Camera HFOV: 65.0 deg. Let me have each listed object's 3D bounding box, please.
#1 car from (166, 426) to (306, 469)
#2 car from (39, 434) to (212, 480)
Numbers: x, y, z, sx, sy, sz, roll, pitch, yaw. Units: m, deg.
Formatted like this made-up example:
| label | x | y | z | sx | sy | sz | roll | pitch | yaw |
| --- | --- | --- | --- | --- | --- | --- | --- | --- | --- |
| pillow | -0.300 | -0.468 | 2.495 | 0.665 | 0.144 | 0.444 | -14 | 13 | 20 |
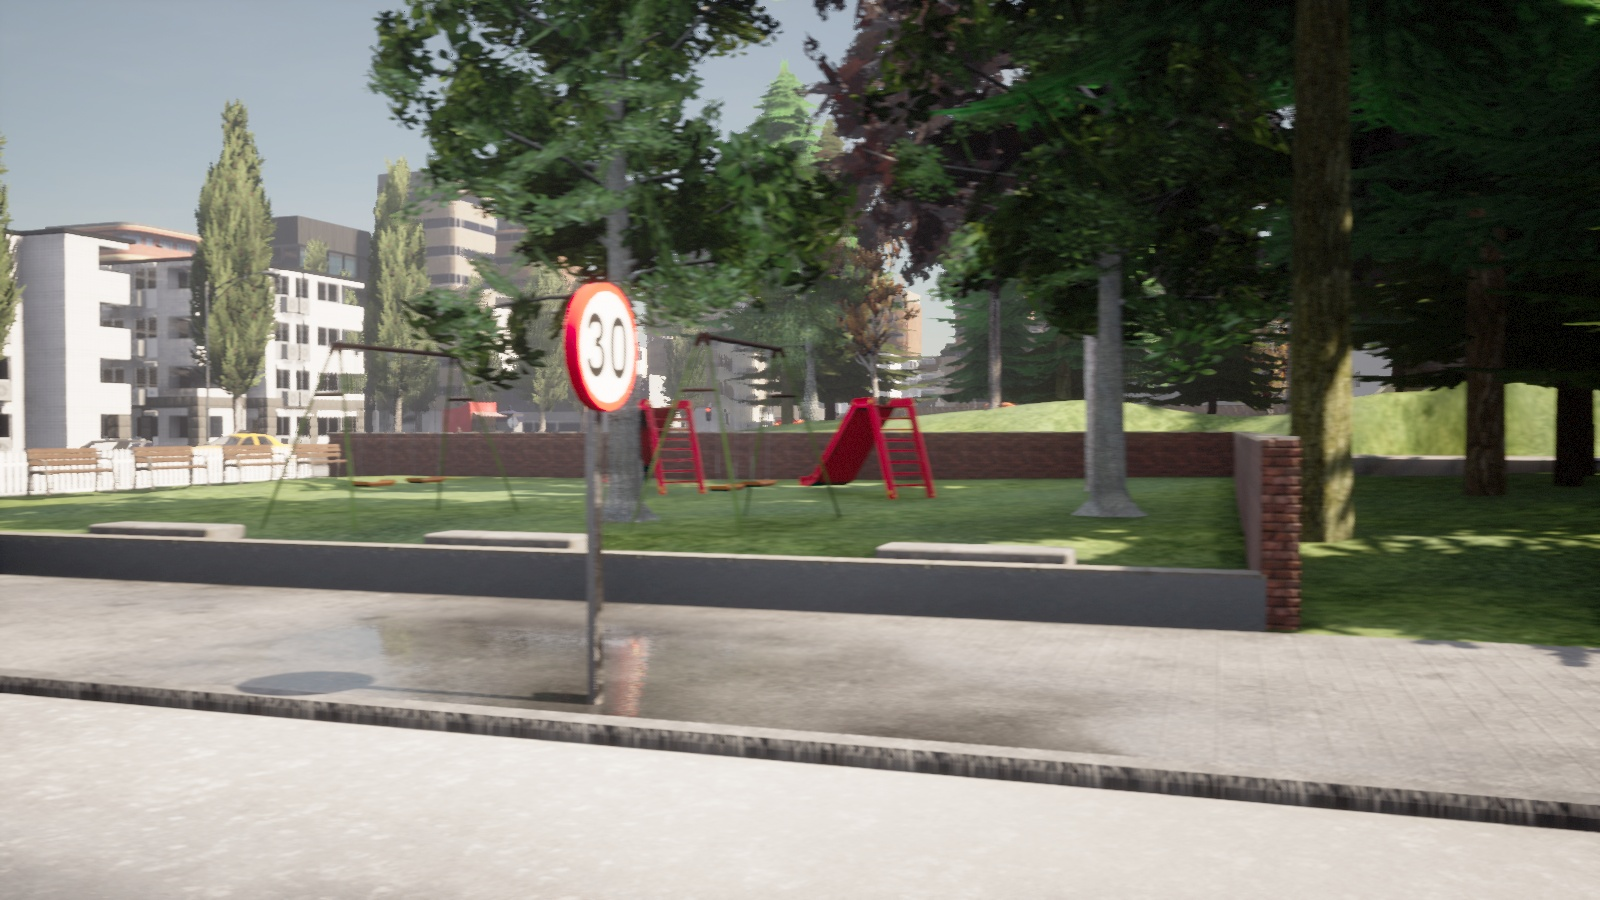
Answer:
| label | x | y | z | sx | sy | sz | roll | pitch | yaw |
| --- | --- | --- | --- | --- | --- | --- | --- | --- | --- |
| car | -21.828 | -0.148 | 48.876 | 1.801 | 1.575 | 5.366 | 1 | 1 | 19 |
| car | -20.902 | 0.178 | 39.153 | 1.895 | 1.301 | 4.718 | 1 | 1 | 19 |
